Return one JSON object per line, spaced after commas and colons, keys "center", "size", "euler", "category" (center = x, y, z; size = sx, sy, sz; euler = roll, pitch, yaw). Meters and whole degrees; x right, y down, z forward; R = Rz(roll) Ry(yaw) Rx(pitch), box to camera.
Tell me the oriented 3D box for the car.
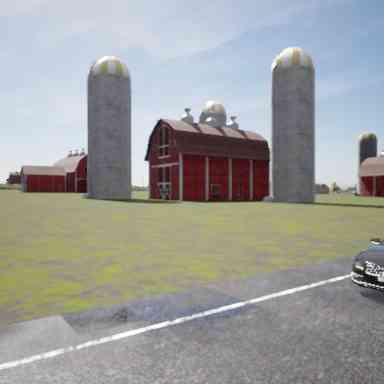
{"center": [5.860, 1.550, 8.171], "size": [4.892, 1.490, 1.837], "euler": [1, 0, -35], "category": "car"}
